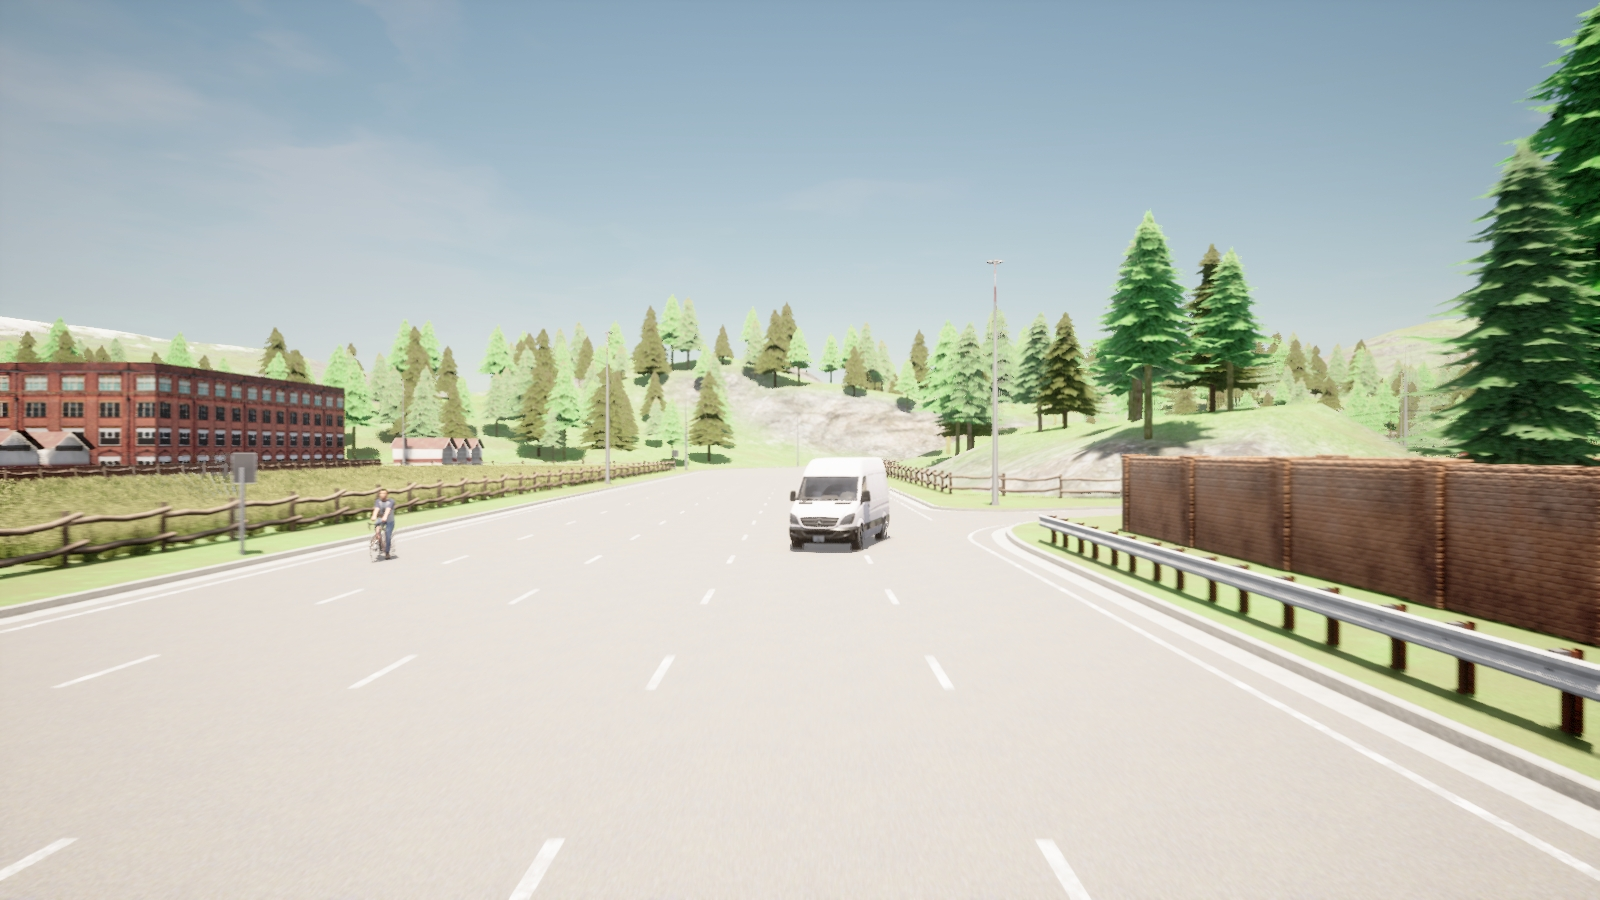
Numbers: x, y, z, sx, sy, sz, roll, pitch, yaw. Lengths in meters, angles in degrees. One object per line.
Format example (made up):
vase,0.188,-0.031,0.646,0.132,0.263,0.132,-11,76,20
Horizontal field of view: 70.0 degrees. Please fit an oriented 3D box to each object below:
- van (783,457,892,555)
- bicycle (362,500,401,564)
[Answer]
van,1.221,1.515,33.562,1.988,2.561,5.915,0,0,14
bicycle,-10.504,2.039,28.731,0.373,1.496,1.643,0,1,0
